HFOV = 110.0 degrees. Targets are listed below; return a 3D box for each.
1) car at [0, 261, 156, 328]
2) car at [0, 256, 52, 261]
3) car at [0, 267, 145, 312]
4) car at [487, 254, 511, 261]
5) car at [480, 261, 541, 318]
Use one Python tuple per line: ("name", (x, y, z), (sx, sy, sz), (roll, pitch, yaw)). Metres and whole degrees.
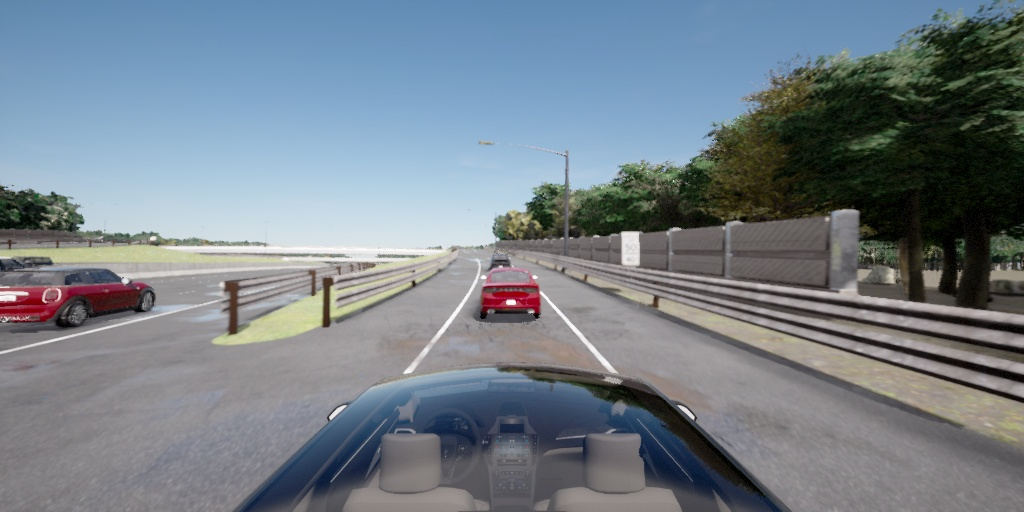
("car", (-13.618, 1.127, 11.219), (2.097, 1.767, 4.553), (1, -1, -19))
("car", (-22.090, 0.980, 14.742), (2.150, 2.045, 5.566), (1, -1, -19))
("car", (-18.658, 1.293, 15.507), (1.837, 1.490, 4.892), (1, -1, -19))
("car", (-1.133, 0.566, 32.364), (1.837, 1.490, 4.892), (0, 2, -4))
("car", (-0.095, 1.135, 12.722), (1.882, 1.535, 5.008), (0, 1, -2))
